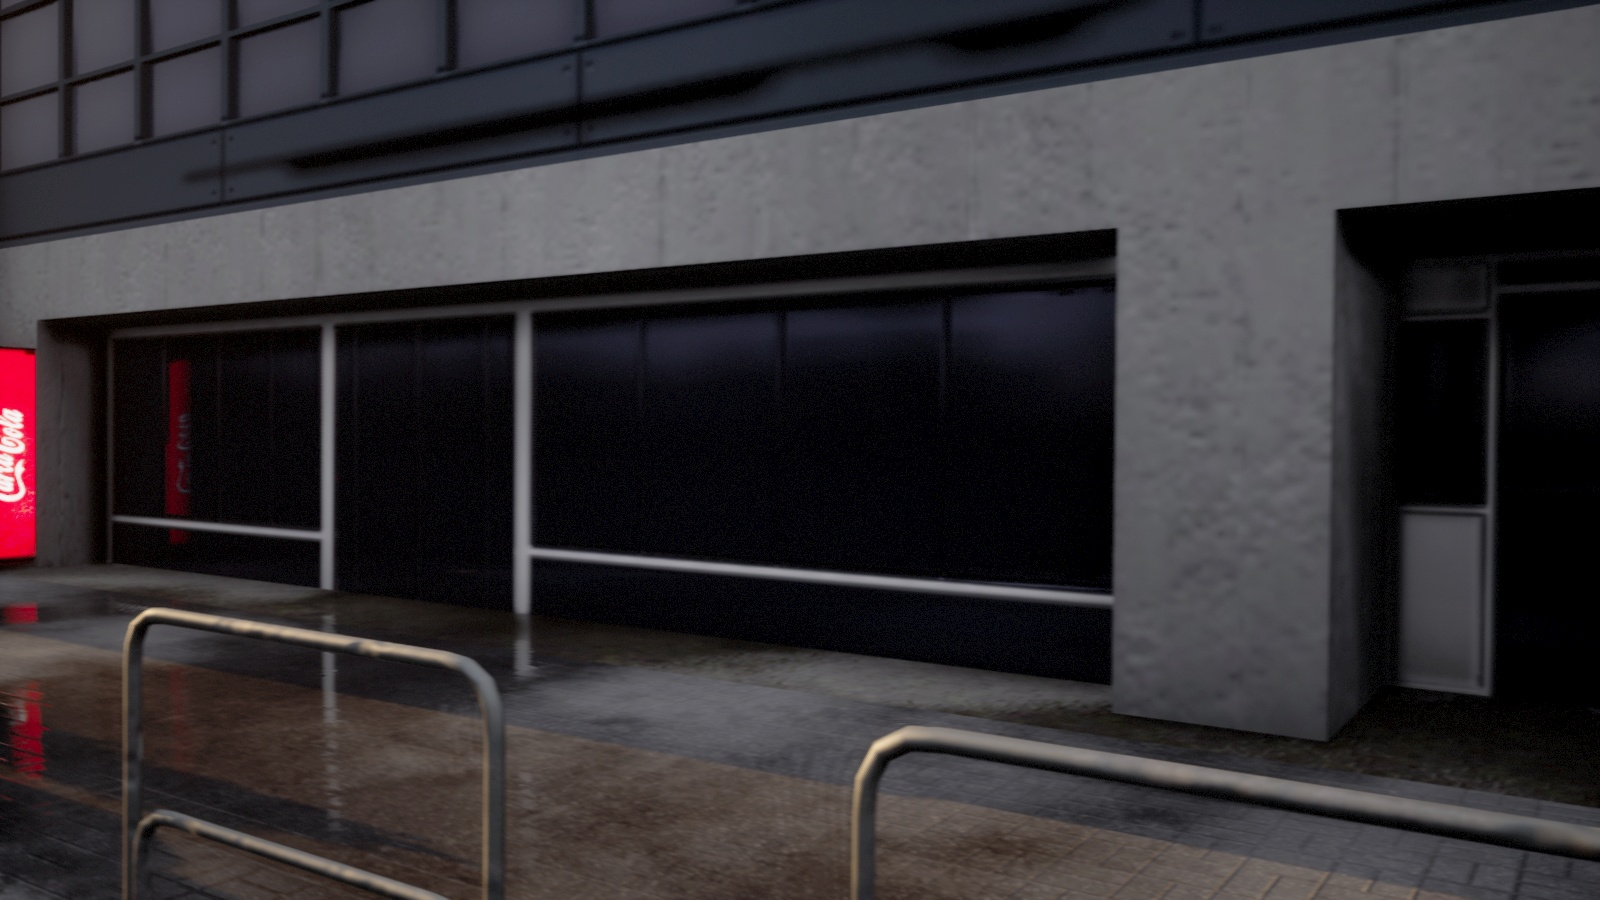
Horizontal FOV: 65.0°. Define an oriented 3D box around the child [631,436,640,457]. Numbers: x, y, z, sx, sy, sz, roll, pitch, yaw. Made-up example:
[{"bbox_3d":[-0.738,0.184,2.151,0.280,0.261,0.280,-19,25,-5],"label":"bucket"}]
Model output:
[{"bbox_3d":[-9.860,-0.224,75.340,0.270,1.263,0.437,0,1,32],"label":"child"}]
